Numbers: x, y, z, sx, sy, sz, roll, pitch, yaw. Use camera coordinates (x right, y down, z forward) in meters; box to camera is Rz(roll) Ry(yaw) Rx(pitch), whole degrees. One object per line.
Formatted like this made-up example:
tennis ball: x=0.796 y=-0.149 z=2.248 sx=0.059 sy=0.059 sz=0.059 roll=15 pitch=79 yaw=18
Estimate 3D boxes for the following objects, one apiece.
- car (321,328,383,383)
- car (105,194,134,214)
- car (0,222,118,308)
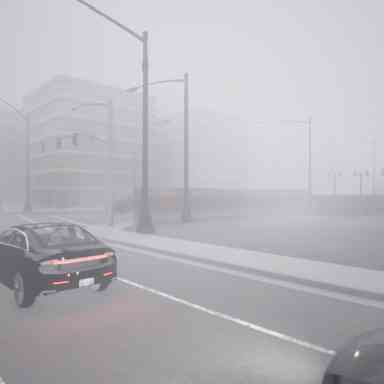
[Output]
car: x=3.182 y=1.505 z=1.596 sx=4.892 sy=1.490 sz=1.837 roll=0 pitch=0 yaw=38
car: x=-6.291 y=1.218 z=35.012 sx=5.566 sy=2.045 sz=2.150 roll=-1 pitch=0 yaw=-44
car: x=-3.658 y=1.492 z=8.056 sx=2.128 sy=1.511 sz=4.902 roll=0 pitch=0 yaw=-43
